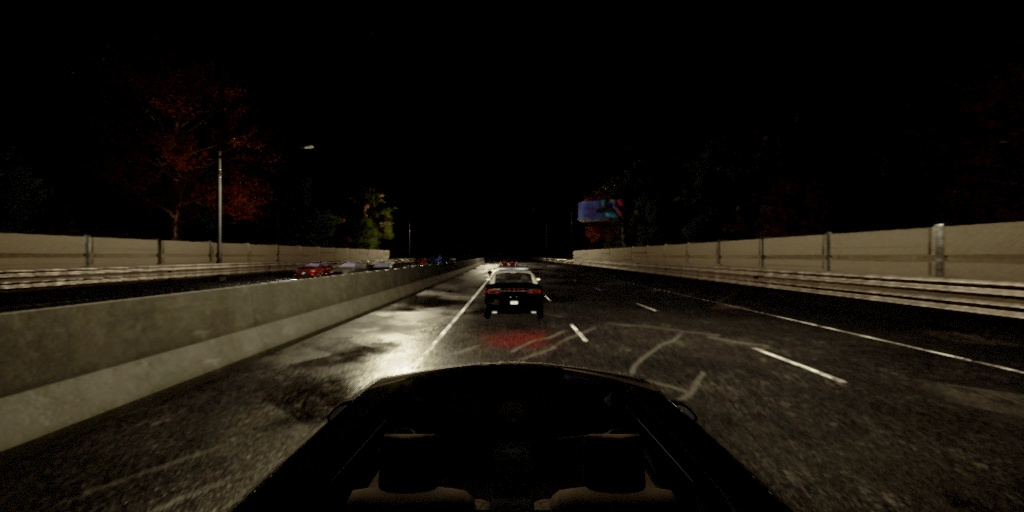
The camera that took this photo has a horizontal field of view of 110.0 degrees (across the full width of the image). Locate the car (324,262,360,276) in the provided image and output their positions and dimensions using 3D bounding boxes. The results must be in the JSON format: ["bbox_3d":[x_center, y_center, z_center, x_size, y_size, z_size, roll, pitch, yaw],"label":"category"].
[{"bbox_3d":[-14.386,1.271,32.310,2.033,1.411,5.357,0,0,-1],"label":"car"}]

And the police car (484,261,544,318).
[{"bbox_3d":[0.049,1.164,13.087,1.930,1.638,5.238,0,0,0],"label":"police car"}]

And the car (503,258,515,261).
[{"bbox_3d":[-0.412,1.061,42.914,2.097,1.767,4.553,0,0,-1],"label":"car"}]

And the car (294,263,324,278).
[{"bbox_3d":[-17.892,1.288,32.725,1.994,1.385,4.181,0,0,-1],"label":"car"}]

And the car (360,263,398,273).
[{"bbox_3d":[-10.854,1.289,30.372,1.994,1.385,4.181,0,0,-1],"label":"car"}]
